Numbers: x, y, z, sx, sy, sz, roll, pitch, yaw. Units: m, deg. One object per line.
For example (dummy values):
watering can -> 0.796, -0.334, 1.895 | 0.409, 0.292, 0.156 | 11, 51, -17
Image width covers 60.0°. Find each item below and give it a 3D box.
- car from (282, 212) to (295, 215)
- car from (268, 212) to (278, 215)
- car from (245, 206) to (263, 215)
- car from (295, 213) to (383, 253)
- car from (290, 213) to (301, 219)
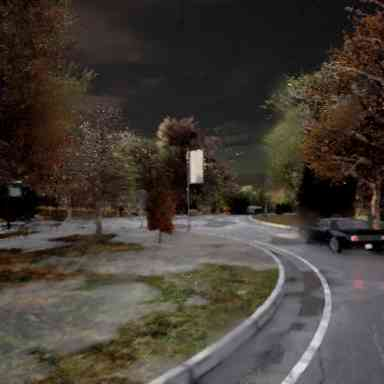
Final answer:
car -> 21.692, 5.273, 74.985 | 1.895, 1.301, 4.718 | -1, -6, 27
car -> 18.776, 5.384, 76.978 | 1.895, 1.301, 4.718 | -1, -6, 27
car -> 11.828, 3.566, 63.178 | 2.150, 2.045, 5.566 | -1, -6, 27
car -> 6.436, 1.801, 14.695 | 1.895, 1.301, 4.718 | -1, -1, -5
car -> 26.202, 6.008, 83.927 | 1.812, 1.442, 4.674 | -1, -6, 28
